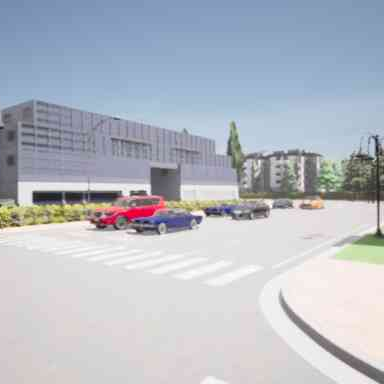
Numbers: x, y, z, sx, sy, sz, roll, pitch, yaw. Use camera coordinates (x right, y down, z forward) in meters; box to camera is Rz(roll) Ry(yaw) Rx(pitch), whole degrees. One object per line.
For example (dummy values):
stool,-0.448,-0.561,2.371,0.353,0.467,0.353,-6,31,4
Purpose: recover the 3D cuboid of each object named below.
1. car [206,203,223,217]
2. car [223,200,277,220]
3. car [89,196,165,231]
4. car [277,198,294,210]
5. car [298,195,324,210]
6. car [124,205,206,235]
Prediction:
car,3.019,1.636,31.295,1.895,1.301,4.718,-1,0,37
car,5.002,1.501,28.117,2.128,1.511,4.902,-1,0,37
car,-4.002,1.311,21.972,2.150,2.045,5.566,-1,0,38
car,11.775,1.493,43.080,1.812,1.442,4.674,-1,0,36
car,14.895,1.284,41.477,2.097,1.767,4.553,-1,0,35
car,-1.408,1.660,19.508,1.895,1.301,4.718,-1,0,36
